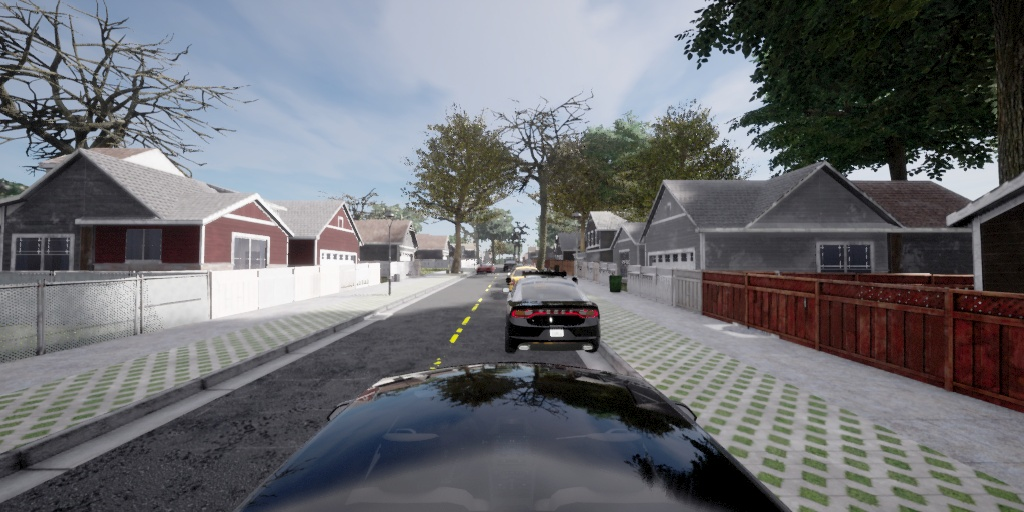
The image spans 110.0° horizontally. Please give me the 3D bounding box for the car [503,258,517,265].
[{"bbox_3d":[-0.202,1.345,49.566,1.882,1.535,5.008,0,0,0],"label":"car"}]

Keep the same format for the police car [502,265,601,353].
[{"bbox_3d":[0.791,1.181,9.017,1.930,1.638,5.238,0,0,0],"label":"police car"}]

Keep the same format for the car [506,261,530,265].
[{"bbox_3d":[0.737,1.221,19.104,1.801,1.575,5.366,0,0,0],"label":"car"}]

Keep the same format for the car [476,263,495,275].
[{"bbox_3d":[-2.951,1.427,40.218,1.895,1.301,4.718,0,0,0],"label":"car"}]
